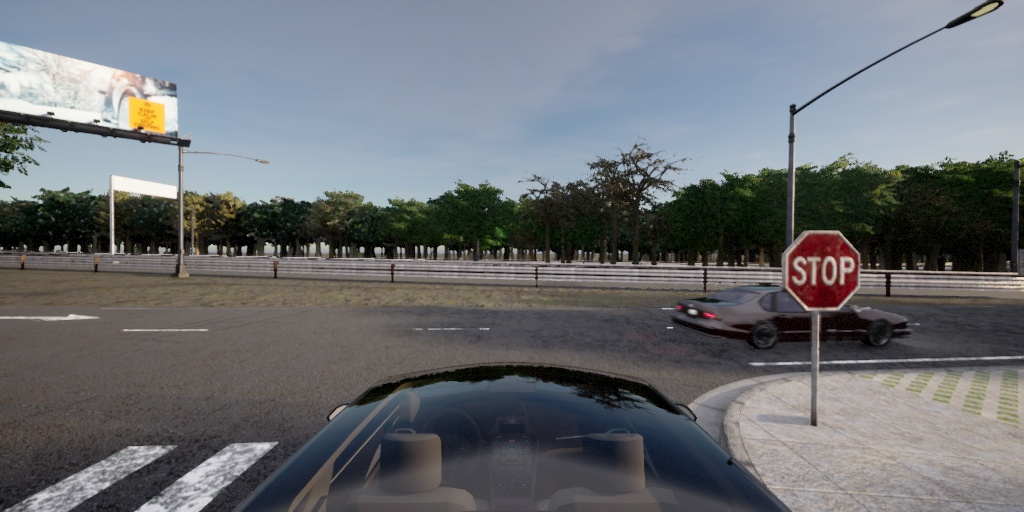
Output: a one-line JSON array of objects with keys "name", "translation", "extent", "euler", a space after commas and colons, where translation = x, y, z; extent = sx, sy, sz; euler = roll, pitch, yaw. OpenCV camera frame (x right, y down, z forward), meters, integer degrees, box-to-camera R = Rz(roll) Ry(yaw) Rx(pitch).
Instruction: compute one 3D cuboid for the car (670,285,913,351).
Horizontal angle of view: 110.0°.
[{"name": "car", "translation": [6.916, 1.457, 9.115], "extent": [5.357, 1.411, 2.033], "euler": [1, 0, -7]}]
